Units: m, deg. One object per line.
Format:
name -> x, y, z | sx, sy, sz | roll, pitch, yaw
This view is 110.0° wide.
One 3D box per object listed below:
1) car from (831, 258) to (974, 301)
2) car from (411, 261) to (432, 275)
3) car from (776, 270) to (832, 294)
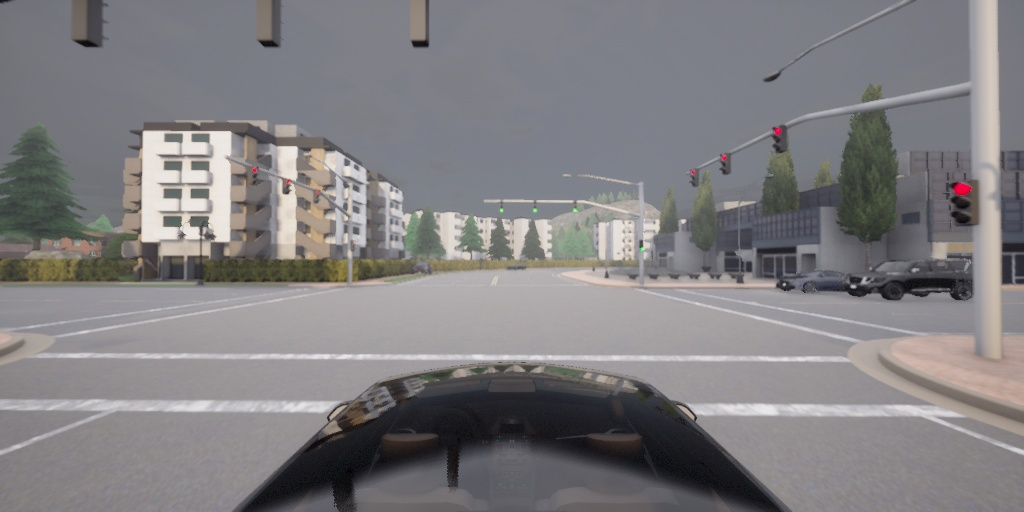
car -> 20.338, 1.171, 18.399 | 5.566, 2.045, 2.150 | -1, -1, 1
car -> -11.709, 1.504, 46.777 | 2.097, 1.767, 4.553 | 0, -1, -6
car -> 18.694, 1.565, 21.936 | 4.181, 1.385, 1.994 | 0, -1, 1
